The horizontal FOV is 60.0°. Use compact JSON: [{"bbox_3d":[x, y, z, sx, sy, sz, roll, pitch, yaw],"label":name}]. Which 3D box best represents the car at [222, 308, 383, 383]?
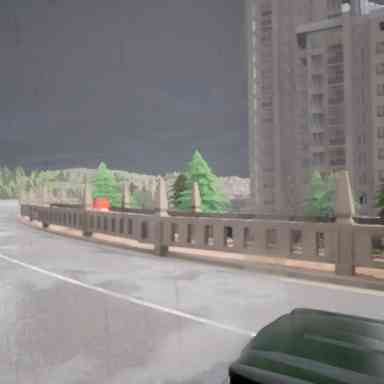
[{"bbox_3d":[2.565,1.608,2.232,4.718,1.301,1.895,-1,-1,35],"label":"car"}]

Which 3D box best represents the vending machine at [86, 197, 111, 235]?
[{"bbox_3d":[-5.534,1.385,19.717,1.100,2.100,0.880,-1,-1,-42],"label":"vending machine"}]
